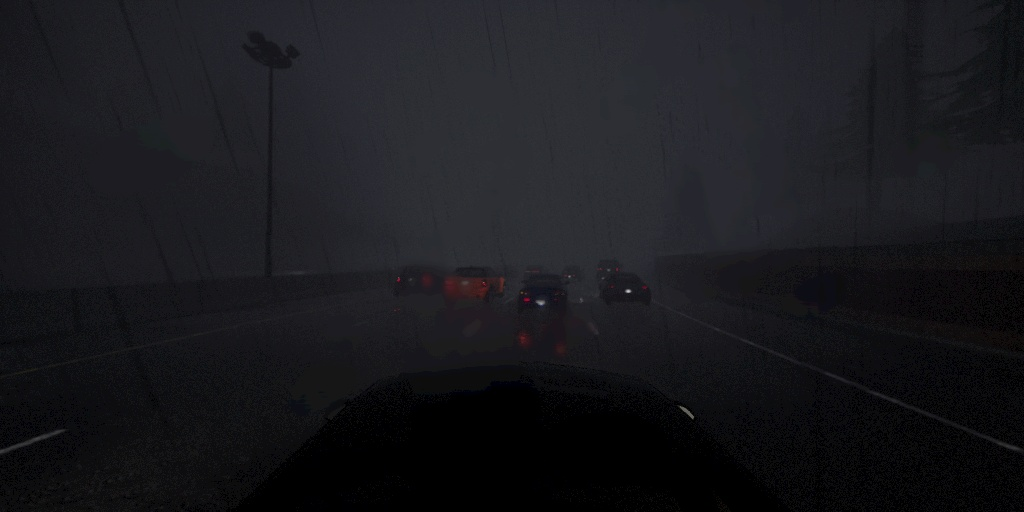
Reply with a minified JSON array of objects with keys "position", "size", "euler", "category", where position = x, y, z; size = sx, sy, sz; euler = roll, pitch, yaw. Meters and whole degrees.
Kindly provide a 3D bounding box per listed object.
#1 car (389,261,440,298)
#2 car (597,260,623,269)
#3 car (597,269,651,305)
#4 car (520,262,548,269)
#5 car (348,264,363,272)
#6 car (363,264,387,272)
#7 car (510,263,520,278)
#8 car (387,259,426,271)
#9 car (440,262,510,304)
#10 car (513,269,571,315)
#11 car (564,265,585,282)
[{"position":[-4.753,1.313,20.465],"size":[2.097,1.767,4.553],"euler":[0,-1,10],"category":"car"},{"position":[9.216,1.372,33.773],"size":[2.150,2.045,5.566],"euler":[0,-1,17],"category":"car"},{"position":[5.348,1.511,17.371],"size":[1.994,1.385,4.181],"euler":[0,-1,10],"category":"car"},{"position":[2.503,1.662,35.654],"size":[1.837,1.490,4.892],"euler":[0,-1,17],"category":"car"},{"position":[-19.533,1.775,47.650],"size":[1.812,1.442,4.674],"euler":[0,-1,19],"category":"car"},{"position":[-16.321,1.733,46.241],"size":[2.128,1.511,4.902],"euler":[0,-1,19],"category":"car"},{"position":[-0.702,1.645,37.122],"size":[1.882,1.535,5.008],"euler":[0,-1,17],"category":"car"},{"position":[-12.857,1.462,45.664],"size":[2.150,2.045,5.566],"euler":[0,-1,19],"category":"car"},{"position":[-1.650,1.288,17.845],"size":[2.097,1.767,4.553],"euler":[0,-1,9],"category":"car"},{"position":[1.346,1.430,14.492],"size":[1.812,1.442,4.674],"euler":[0,0,8],"category":"car"},{"position":[5.997,1.664,35.111],"size":[1.837,1.490,4.892],"euler":[0,-1,17],"category":"car"}]
